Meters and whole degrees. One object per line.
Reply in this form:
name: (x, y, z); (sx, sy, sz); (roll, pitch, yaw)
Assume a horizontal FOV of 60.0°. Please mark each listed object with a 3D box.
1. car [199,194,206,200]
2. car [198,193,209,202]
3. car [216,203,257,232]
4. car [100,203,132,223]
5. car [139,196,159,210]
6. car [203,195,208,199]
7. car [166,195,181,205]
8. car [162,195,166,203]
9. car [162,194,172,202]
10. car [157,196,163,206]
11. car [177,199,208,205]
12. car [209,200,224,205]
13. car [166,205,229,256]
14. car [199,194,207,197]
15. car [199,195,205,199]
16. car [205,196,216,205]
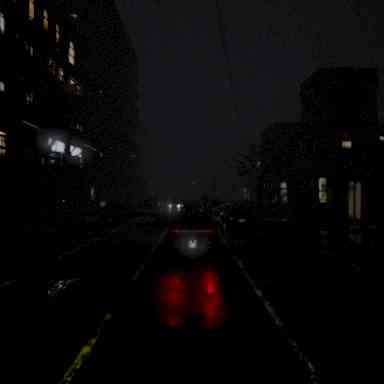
car: (2.959, 1.446, 91.940); (1.837, 1.490, 4.892); (0, 0, 0)
car: (2.643, 1.266, 76.539); (2.192, 1.841, 5.009); (-1, 0, 0)
car: (2.672, 1.553, 19.764); (1.947, 1.339, 4.313); (-1, 0, 0)
car: (-5.712, 1.549, 25.467); (1.947, 1.339, 4.313); (-1, 0, 0)
car: (-5.719, 1.554, 42.499); (1.802, 1.307, 4.206); (-1, 0, 0)
car: (2.661, 1.498, 42.644); (1.752, 1.417, 4.829); (-1, 0, 0)
car: (-3.071, 1.465, 59.379); (1.837, 1.490, 4.892); (0, 0, 1)
car: (-5.726, 1.405, 53.854); (1.967, 1.590, 4.097); (-1, 0, 0)
car: (-5.736, 1.390, 76.564); (1.967, 1.590, 4.097); (-1, 0, 0)
car: (-5.721, 1.534, 48.177); (1.947, 1.339, 4.313); (-1, 0, 0)
car: (0.037, 1.546, 28.145); (1.994, 1.385, 4.181); (0, 0, 0)
car: (2.669, 1.534, 25.442); (2.008, 1.369, 4.403); (-1, 0, 0)
car: (0.040, 1.483, 13.048); (2.128, 1.511, 4.902); (0, 0, 0)
car: (2.649, 1.520, 70.862); (1.947, 1.339, 4.313); (-1, 0, 0)
car: (2.656, 1.531, 53.829); (1.947, 1.339, 4.313); (-1, 0, 0)
car: (2.664, 1.521, 36.797); (1.887, 1.381, 4.507); (-1, 0, 0)
